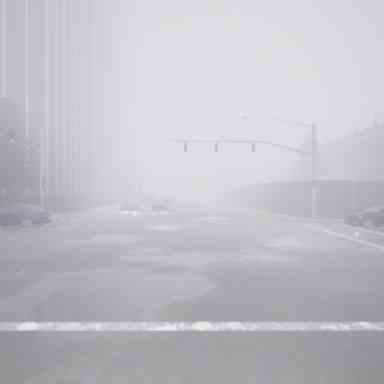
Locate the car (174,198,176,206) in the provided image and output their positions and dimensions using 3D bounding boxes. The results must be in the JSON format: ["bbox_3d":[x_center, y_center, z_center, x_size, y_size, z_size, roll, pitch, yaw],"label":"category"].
[{"bbox_3d":[-3.578,1.495,54.829,2.033,1.411,5.357,0,0,0],"label":"car"}]

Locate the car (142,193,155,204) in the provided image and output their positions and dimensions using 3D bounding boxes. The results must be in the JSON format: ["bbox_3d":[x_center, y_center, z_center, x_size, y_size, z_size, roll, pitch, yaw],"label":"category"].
[{"bbox_3d":[-7.079,1.167,54.134,2.150,2.045,5.566,0,0,0],"label":"car"}]

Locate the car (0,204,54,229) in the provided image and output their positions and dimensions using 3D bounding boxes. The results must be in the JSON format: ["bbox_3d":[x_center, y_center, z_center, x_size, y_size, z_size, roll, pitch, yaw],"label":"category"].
[{"bbox_3d":[-11.471,1.507,21.147,5.008,1.535,1.882,0,0,0],"label":"car"}]

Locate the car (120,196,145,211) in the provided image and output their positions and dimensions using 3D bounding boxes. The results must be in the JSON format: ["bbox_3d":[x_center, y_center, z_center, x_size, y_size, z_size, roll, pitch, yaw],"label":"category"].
[{"bbox_3d":[-7.092,1.527,38.976,1.994,1.385,4.181,0,0,0],"label":"car"}]

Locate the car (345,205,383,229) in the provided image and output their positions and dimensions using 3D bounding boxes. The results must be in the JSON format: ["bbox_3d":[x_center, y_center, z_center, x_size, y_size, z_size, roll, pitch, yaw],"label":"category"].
[{"bbox_3d":[12.391,1.529,21.196,5.008,1.535,1.882,0,0,0],"label":"car"}]

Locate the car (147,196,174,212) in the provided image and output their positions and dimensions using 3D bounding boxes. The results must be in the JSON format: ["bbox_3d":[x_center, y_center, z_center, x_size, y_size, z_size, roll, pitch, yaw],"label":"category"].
[{"bbox_3d":[-3.594,1.510,38.883,2.033,1.411,5.357,0,0,0],"label":"car"}]
